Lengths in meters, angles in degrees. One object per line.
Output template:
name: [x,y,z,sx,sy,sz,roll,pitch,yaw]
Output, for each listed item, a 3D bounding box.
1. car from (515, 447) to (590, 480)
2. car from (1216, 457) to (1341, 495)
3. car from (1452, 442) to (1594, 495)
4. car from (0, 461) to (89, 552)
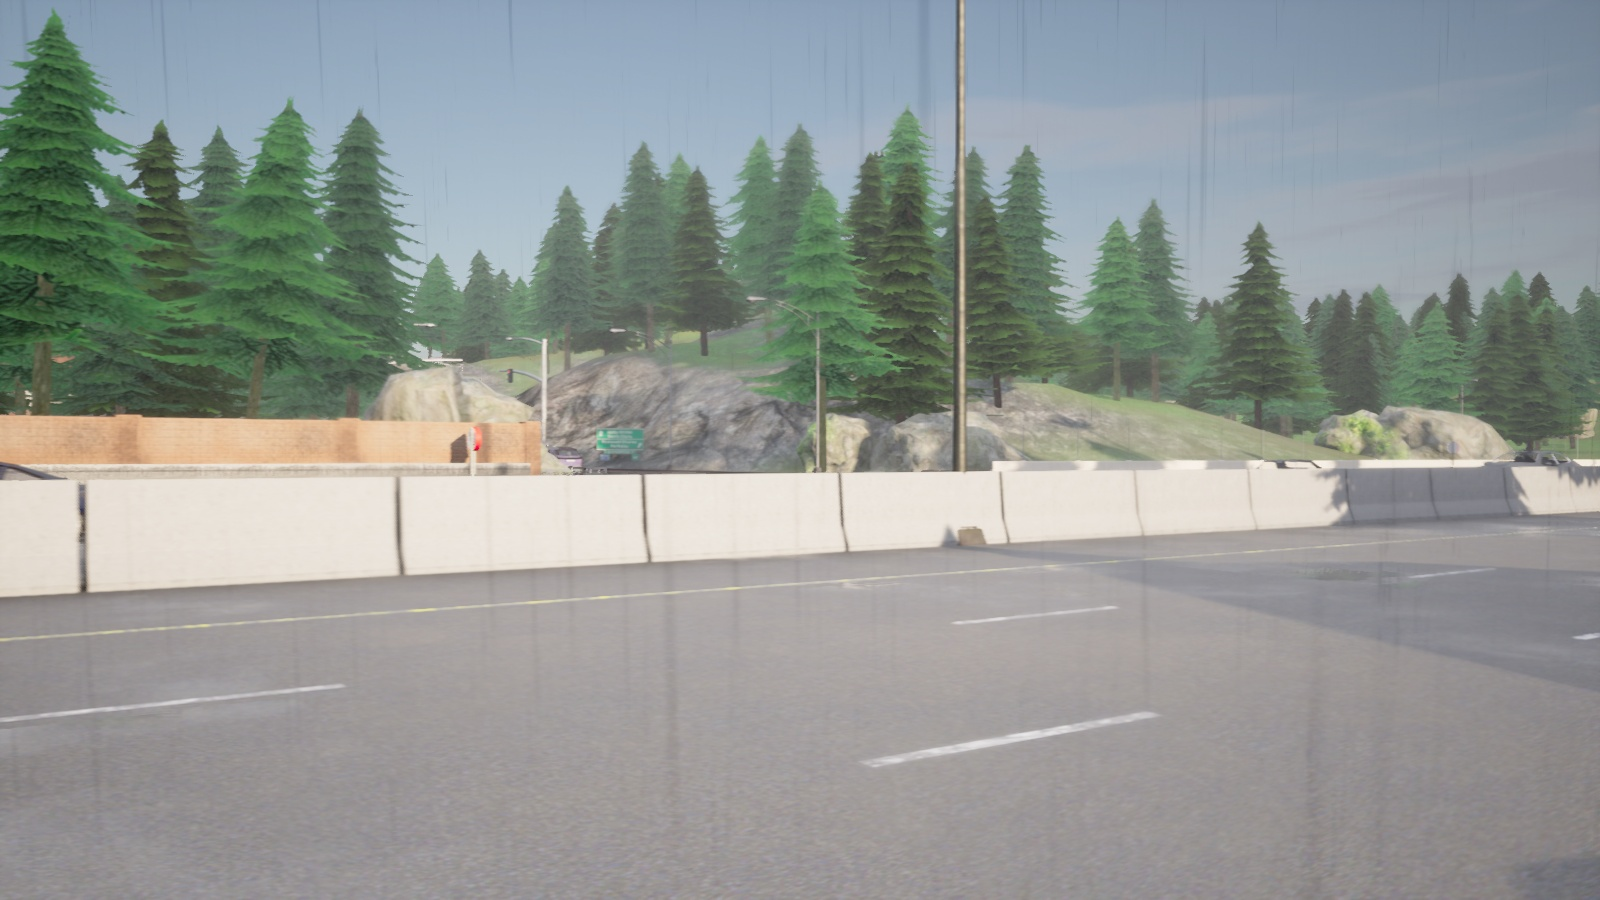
car: [-12.858,0.665,64.992,2.033,1.649,4.856,0,0,-34]
car: [17.414,0.920,45.629,4.718,1.301,1.895,0,0,-35]
car: [24.051,0.575,41.721,5.027,1.651,2.152,0,0,-35]
car: [-13.671,0.886,19.729,4.181,1.385,1.994,0,0,-35]
